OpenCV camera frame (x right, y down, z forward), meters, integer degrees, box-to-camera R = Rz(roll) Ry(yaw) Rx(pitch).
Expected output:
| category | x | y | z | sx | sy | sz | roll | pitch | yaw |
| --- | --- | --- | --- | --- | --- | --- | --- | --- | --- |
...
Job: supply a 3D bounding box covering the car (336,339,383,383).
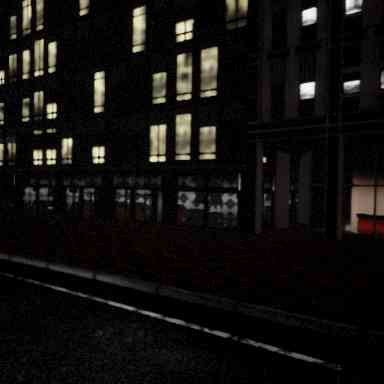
| category | x | y | z | sx | sy | sz | roll | pitch | yaw |
| --- | --- | --- | --- | --- | --- | --- | --- | --- | --- |
| car | 3.176 | 1.500 | 1.344 | 4.902 | 1.511 | 2.128 | 0 | 0 | 36 |
